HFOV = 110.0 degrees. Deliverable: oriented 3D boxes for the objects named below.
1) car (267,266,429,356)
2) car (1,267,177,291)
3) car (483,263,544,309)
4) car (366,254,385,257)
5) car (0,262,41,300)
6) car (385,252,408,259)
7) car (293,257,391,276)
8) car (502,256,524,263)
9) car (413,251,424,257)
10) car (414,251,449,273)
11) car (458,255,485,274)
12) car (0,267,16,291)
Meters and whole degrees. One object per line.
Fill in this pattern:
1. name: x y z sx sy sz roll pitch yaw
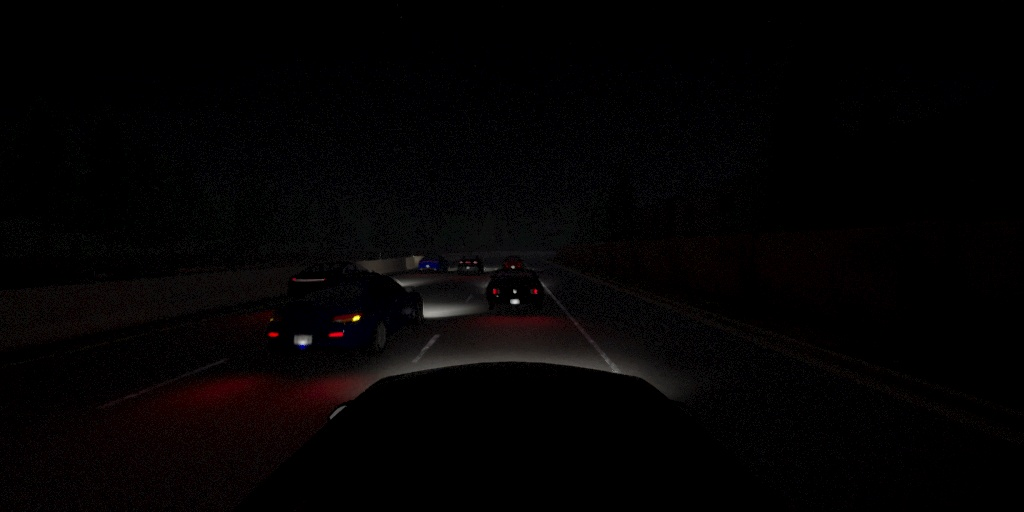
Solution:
1. car: -3.404 1.147 8.141 1.812 1.442 4.674 0 1 0
2. car: -14.101 1.093 12.748 1.994 1.385 4.181 0 1 0
3. car: 0.099 1.113 13.594 1.895 1.301 4.718 0 1 0
4. car: -21.036 0.280 55.221 1.895 1.301 4.718 0 1 1
5. car: -21.101 1.031 12.897 1.837 1.490 4.892 0 1 0
6. car: -17.563 0.170 55.858 1.837 1.490 4.892 0 1 1
7. car: -6.902 0.986 14.484 2.128 1.511 4.902 0 1 0
8. car: 0.083 0.683 31.290 1.812 1.442 4.674 0 1 0
9. car: -14.052 0.009 56.293 2.097 1.767 4.553 0 1 1
10. car: -6.904 0.624 31.840 1.882 1.535 5.008 0 1 0
11. car: -3.404 0.669 30.263 2.128 1.511 4.902 0 1 0
12. car: -17.601 1.094 12.737 1.994 1.385 4.181 0 1 0
